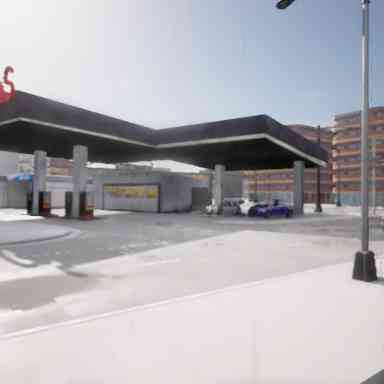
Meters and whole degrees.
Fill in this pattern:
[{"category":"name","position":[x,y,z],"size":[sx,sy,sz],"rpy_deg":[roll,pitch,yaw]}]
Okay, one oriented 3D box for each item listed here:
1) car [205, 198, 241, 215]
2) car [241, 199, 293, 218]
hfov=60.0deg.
[{"category":"car","position":[3.316,1.670,35.029],"size":[3.806,1.475,1.970],"rpy_deg":[1,0,-35]},{"category":"car","position":[7.272,1.517,30.793],"size":[4.611,1.667,2.242],"rpy_deg":[1,0,-35]}]
